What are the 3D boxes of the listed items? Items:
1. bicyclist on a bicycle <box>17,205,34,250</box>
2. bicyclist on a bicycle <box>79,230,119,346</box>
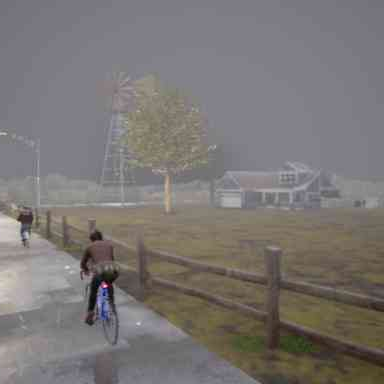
[{"bbox_3d":[-6.840,1.434,13.663,0.659,1.776,1.843,-1,0,-33],"label":"bicyclist on a bicycle"},{"bbox_3d":[-1.484,1.457,5.326,0.582,1.620,1.656,-1,0,-33],"label":"bicyclist on a bicycle"}]
